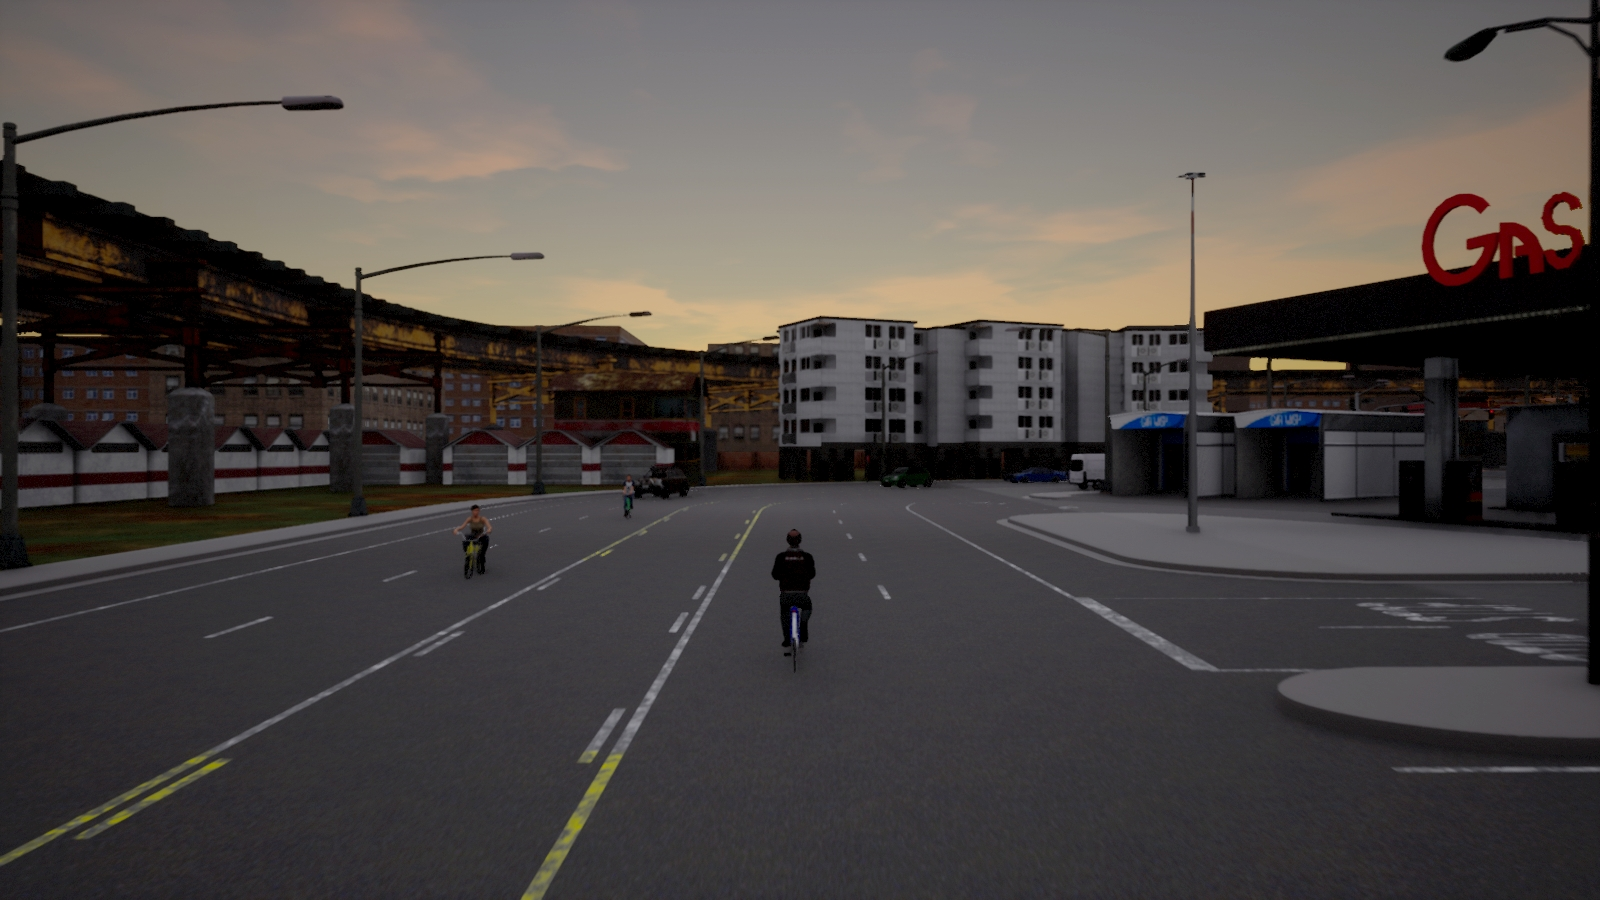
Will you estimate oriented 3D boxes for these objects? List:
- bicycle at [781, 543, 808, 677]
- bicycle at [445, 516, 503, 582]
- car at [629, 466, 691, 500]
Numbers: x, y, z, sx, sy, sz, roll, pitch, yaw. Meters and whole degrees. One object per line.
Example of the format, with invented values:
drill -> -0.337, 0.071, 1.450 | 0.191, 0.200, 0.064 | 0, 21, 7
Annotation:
bicycle -> -0.079, 2.048, 15.007 | 0.329, 1.496, 1.835 | 0, 0, 0
bicycle -> -7.118, 2.145, 25.005 | 0.859, 1.301, 1.487 | 0, 0, -1
car -> -8.016, 1.865, 65.974 | 1.932, 1.855, 4.605 | -2, -1, 15
